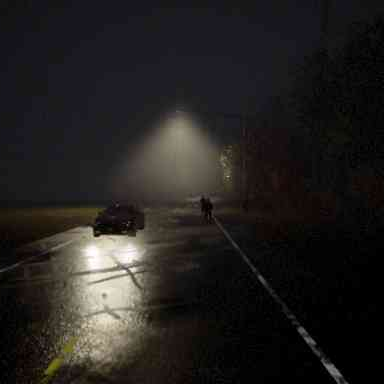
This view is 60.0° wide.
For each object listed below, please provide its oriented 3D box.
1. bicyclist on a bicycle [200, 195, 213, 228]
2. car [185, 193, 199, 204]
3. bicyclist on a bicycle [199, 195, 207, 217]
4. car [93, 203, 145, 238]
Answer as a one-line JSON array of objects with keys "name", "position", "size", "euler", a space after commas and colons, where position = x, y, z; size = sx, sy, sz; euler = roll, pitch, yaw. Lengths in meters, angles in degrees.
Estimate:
[{"name": "bicyclist on a bicycle", "position": [0.962, 1.234, 19.919], "size": [0.659, 1.776, 1.843], "euler": [0, 1, 0]}, {"name": "car", "position": [0.099, 1.226, 54.743], "size": [1.895, 1.301, 4.718], "euler": [0, 0, 0]}, {"name": "bicyclist on a bicycle", "position": [0.962, 1.172, 28.918], "size": [0.659, 1.776, 1.843], "euler": [0, 1, 0]}, {"name": "car", "position": [-3.601, 1.359, 17.097], "size": [1.882, 1.535, 5.008], "euler": [0, 0, 0]}]
